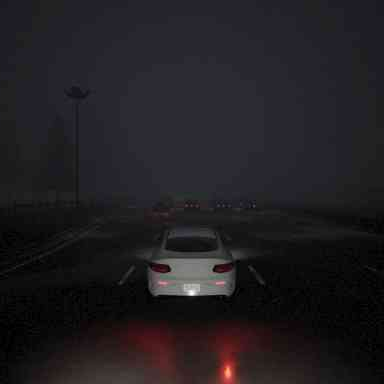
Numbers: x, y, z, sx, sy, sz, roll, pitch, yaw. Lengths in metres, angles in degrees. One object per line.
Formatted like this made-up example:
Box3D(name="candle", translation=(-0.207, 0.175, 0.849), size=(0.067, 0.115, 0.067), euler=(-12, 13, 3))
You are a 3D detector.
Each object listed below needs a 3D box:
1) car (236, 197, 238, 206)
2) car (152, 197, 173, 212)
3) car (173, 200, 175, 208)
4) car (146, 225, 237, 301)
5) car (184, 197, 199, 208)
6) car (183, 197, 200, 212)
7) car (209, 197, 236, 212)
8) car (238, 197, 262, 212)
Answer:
Box3D(name="car", translation=(6.963, 1.526, 49.215), size=(1.812, 1.442, 4.674), euler=(0, 0, 0))
Box3D(name="car", translation=(-3.530, 1.526, 39.204), size=(1.812, 1.442, 4.674), euler=(0, 0, 0))
Box3D(name="car", translation=(-3.537, 1.491, 49.207), size=(2.128, 1.511, 4.902), euler=(0, 0, 0))
Box3D(name="car", translation=(-0.006, 1.526, 8.181), size=(1.812, 1.442, 4.674), euler=(0, 0, 0))
Box3D(name="car", translation=(-0.037, 1.491, 49.209), size=(2.128, 1.511, 4.902), euler=(0, 0, 0))
Box3D(name="car", translation=(-0.029, 1.547, 38.790), size=(2.033, 1.411, 5.357), euler=(0, 0, 0))
Box3D(name="car", translation=(3.471, 1.547, 38.793), size=(2.033, 1.411, 5.357), euler=(0, 0, 0))
Box3D(name="car", translation=(6.970, 1.564, 39.212), size=(1.994, 1.385, 4.181), euler=(0, 0, 0))
